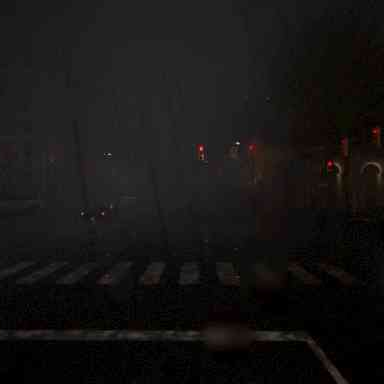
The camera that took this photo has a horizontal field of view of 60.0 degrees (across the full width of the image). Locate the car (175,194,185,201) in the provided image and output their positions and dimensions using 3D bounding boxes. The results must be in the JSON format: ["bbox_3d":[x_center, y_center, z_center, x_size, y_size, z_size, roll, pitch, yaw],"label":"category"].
[{"bbox_3d":[-2.773,1.258,78.602,2.097,1.767,4.553,0,0,1],"label":"car"}]

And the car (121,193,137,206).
[{"bbox_3d":[-10.210,1.207,54.838,2.150,2.045,5.566,0,0,0],"label":"car"}]

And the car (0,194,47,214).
[{"bbox_3d":[-17.803,1.212,33.822,5.566,2.045,2.150,0,1,-23],"label":"car"}]

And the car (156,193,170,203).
[{"bbox_3d":[-6.460,1.206,68.355,2.150,2.045,5.566,0,0,1],"label":"car"}]

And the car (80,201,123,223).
[{"bbox_3d":[-6.927,1.594,25.450,1.895,1.301,4.718,0,0,0],"label":"car"}]

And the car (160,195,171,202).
[{"bbox_3d":[-6.271,1.503,78.782,2.128,1.511,4.902,0,0,1],"label":"car"}]

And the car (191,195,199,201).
[{"bbox_3d":[0.727,1.429,78.573,2.128,1.511,4.902,0,0,1],"label":"car"}]

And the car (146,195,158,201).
[{"bbox_3d":[-9.726,1.509,81.341,2.033,1.411,5.357,0,0,1],"label":"car"}]

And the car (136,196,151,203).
[{"bbox_3d":[-9.949,1.529,68.579,2.033,1.411,5.357,0,0,1],"label":"car"}]

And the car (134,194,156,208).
[{"bbox_3d":[-6.651,1.465,47.380,1.882,1.535,5.008,0,0,-2],"label":"car"}]

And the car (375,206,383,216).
[{"bbox_3d":[18.598,1.518,29.145,4.674,1.442,1.812,0,0,1],"label":"car"}]
